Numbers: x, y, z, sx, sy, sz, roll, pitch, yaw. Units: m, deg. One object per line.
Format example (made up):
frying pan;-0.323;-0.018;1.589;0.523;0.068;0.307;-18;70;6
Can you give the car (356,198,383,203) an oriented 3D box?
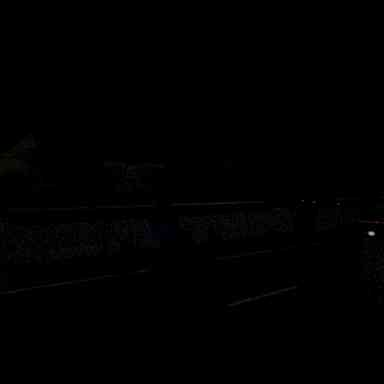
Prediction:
car;19.430;1.310;34.675;4.181;1.385;1.994;0;0;-35

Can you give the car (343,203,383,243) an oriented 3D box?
car;8.951;1.382;14.289;4.902;1.511;2.128;0;0;-35

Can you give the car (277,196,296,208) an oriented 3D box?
car;13.052;1.259;43.024;4.674;1.442;1.812;0;0;-35

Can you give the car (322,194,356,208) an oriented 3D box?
car;16.982;1.270;37.234;4.674;1.442;1.812;0;0;-35

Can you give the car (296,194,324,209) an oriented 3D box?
car;15.222;1.089;40.271;4.553;1.767;2.097;0;0;-35
